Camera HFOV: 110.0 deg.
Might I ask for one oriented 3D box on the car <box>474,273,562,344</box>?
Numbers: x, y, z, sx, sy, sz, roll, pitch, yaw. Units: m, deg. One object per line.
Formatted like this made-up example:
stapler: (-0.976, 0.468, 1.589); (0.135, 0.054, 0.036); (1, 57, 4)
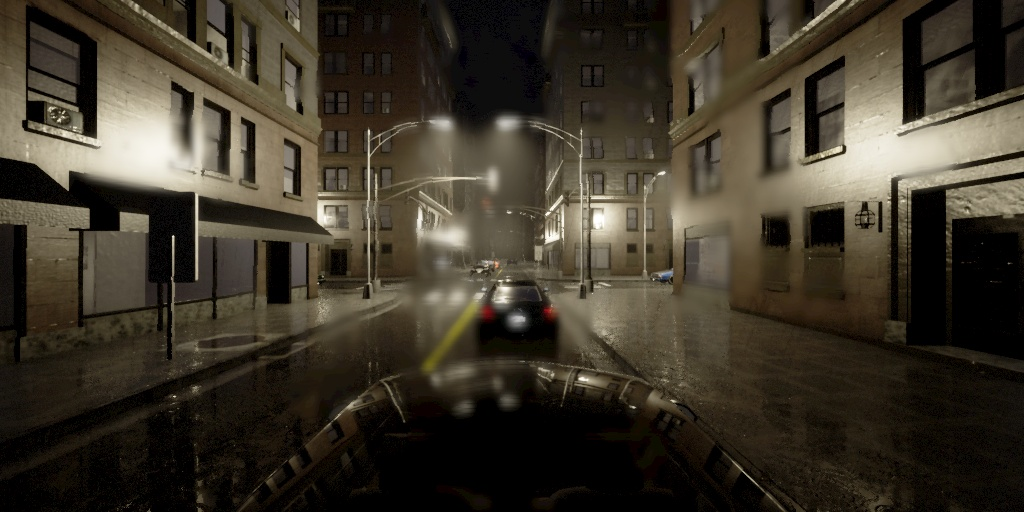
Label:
car: (0.115, 1.314, 9.555); (1.994, 1.385, 4.181); (0, 0, -1)

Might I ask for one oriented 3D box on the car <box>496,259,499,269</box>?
car: (-3.098, 1.294, 46.125); (2.033, 1.411, 5.357); (0, 0, 0)

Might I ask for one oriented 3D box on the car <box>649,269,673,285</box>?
car: (12.616, 1.261, 25.215); (5.357, 1.411, 2.033); (0, 0, 0)

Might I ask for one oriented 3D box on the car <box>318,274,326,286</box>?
car: (-14.086, 1.387, 21.930); (4.718, 1.301, 1.895); (0, 0, 0)

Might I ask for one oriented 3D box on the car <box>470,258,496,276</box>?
car: (-3.094, 1.240, 36.383); (2.128, 1.511, 4.902); (0, 0, 0)

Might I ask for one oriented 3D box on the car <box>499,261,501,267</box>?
car: (-3.085, 1.093, 55.907); (2.097, 1.767, 4.553); (0, 0, -1)
